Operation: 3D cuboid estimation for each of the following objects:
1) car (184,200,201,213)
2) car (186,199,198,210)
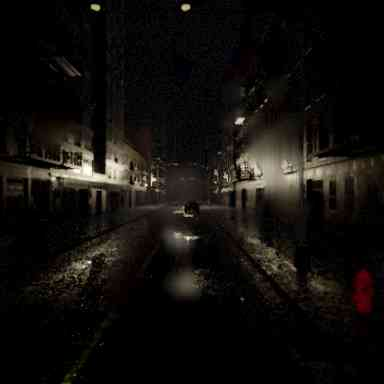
[{"bbox_3d":[0.004,1.880,42.464,1.837,1.490,4.892,0,-1,0],"label":"car"},{"bbox_3d":[0.005,1.956,52.882,1.882,1.535,5.008,0,-1,0],"label":"car"}]
